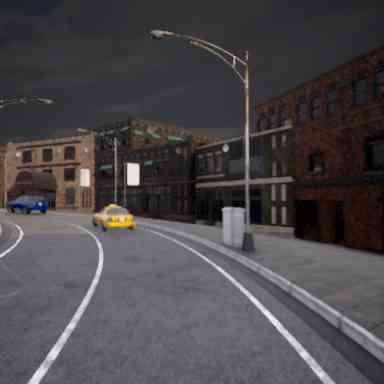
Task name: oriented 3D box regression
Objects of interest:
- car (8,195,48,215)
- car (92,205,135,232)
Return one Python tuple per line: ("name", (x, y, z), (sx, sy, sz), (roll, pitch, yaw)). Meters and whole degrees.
("car", (-18.140, 1.404, 36.728), (5.566, 2.045, 2.150), (0, -1, 37))
("car", (-5.148, 1.582, 21.346), (1.801, 1.575, 5.366), (0, 0, -26))
